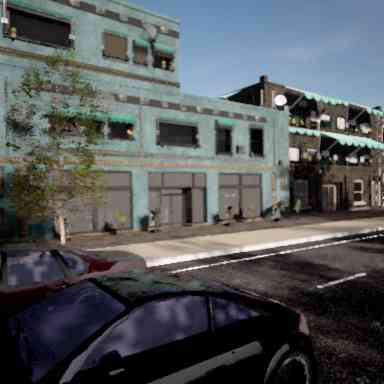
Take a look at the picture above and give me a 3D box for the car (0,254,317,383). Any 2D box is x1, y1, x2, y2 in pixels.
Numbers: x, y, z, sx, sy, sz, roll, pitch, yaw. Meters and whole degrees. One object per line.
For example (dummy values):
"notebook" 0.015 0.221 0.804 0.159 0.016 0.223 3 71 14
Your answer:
"car" -0.707 1.553 3.181 4.181 1.385 1.994 -1 0 -35

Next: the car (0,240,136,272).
"car" -3.257 1.545 5.355 5.357 1.411 2.033 -1 0 -35
